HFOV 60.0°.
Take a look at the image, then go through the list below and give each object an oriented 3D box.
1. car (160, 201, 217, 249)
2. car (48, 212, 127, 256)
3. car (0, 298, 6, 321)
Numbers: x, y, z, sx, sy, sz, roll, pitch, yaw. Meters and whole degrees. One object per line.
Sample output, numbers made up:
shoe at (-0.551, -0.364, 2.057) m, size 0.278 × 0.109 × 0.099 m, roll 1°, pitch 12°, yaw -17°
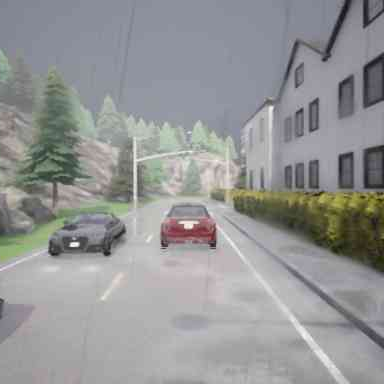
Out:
car at (-0.142, 1.204, 13.981) m, size 2.097 × 1.767 × 4.553 m, roll 0°, pitch 1°, yaw -1°
car at (-3.719, 1.447, 12.482) m, size 1.994 × 1.385 × 4.181 m, roll 0°, pitch 1°, yaw -1°
car at (-3.612, 1.537, 2.501) m, size 2.033 × 1.411 × 5.357 m, roll 0°, pitch 1°, yaw -1°
